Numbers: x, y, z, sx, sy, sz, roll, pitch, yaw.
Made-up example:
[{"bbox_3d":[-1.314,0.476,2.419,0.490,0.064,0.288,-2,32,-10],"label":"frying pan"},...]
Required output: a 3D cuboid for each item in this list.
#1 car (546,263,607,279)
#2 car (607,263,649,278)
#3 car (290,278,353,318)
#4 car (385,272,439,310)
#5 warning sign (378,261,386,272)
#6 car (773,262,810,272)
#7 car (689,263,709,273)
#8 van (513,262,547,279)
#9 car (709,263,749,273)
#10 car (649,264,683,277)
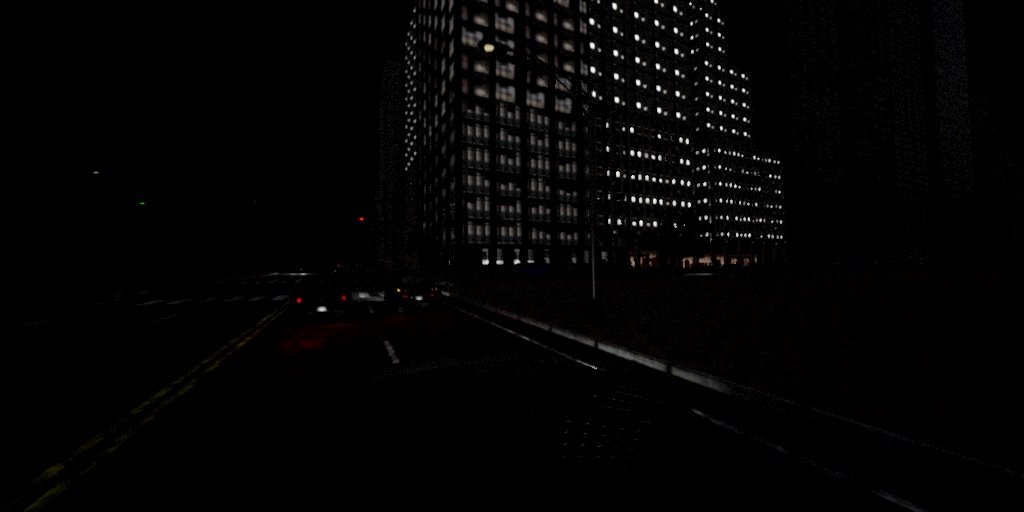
[{"bbox_3d":[5.847,1.443,32.360,4.829,1.417,1.751,0,0,-25],"label":"car"},{"bbox_3d":[10.740,1.357,34.679,4.097,1.591,1.967,0,0,-25],"label":"car"},{"bbox_3d":[-7.191,1.497,13.902,1.895,1.301,4.718,0,-1,-24],"label":"car"},{"bbox_3d":[-4.496,1.445,15.836,1.812,1.442,4.674,0,-1,-24],"label":"car"},{"bbox_3d":[-21.816,1.714,60.324,1.300,1.860,1.060,0,0,-25],"label":"warning sign"},{"bbox_3d":[36.130,1.454,46.701,4.829,1.417,1.751,0,0,-25],"label":"car"},{"bbox_3d":[27.430,1.685,51.465,4.097,1.591,1.967,0,0,-25],"label":"car"},{"bbox_3d":[2.156,1.578,39.485,3.998,1.789,1.690,0,0,-25],"label":"van"},{"bbox_3d":[30.164,1.740,49.809,4.718,1.301,1.895,0,-2,-25],"label":"car"},{"bbox_3d":[15.786,1.500,37.071,4.207,1.307,1.802,0,0,-25],"label":"car"}]
